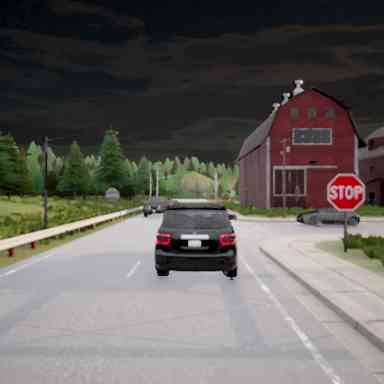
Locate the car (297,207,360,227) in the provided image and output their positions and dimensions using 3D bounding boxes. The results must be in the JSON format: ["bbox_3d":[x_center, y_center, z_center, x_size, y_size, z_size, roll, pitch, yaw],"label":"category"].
[{"bbox_3d":[9.774,1.743,23.949,4.181,1.385,1.994,0,0,1],"label":"car"}]

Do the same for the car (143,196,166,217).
[{"bbox_3d":[-3.585,1.476,34.161,2.150,2.045,5.566,0,0,0],"label":"car"}]

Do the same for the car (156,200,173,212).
[{"bbox_3d":[-3.597,1.836,44.657,1.837,1.490,4.892,0,0,0],"label":"car"}]

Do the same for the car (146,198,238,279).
[{"bbox_3d":[0.237,1.304,10.509,2.150,2.045,5.566,0,0,4],"label":"car"}]

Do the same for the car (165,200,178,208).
[{"bbox_3d":[-3.578,2.038,58.823,1.895,1.301,4.718,0,0,0],"label":"car"}]
